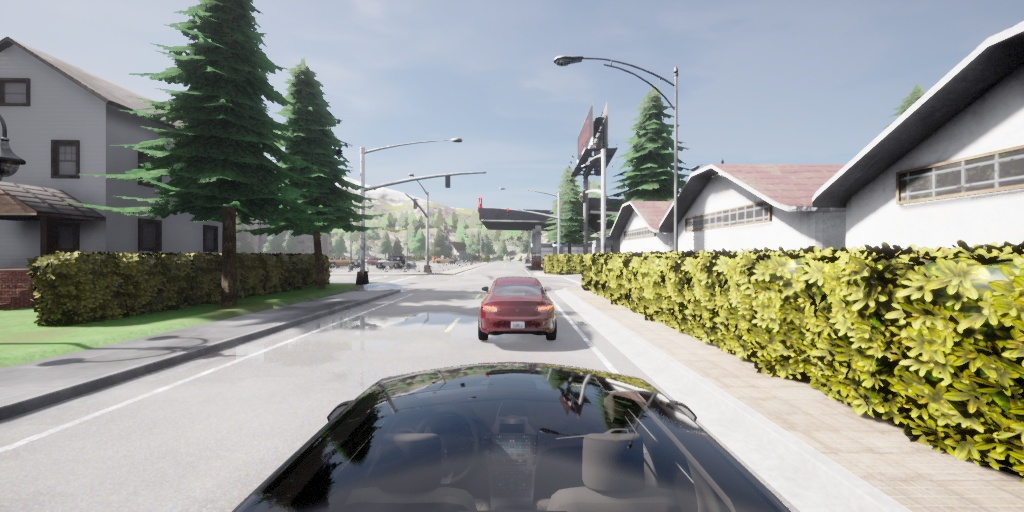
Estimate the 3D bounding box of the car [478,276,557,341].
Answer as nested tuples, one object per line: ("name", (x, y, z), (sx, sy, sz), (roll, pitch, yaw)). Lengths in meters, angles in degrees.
("car", (0.127, 1.276, 9.791), (1.812, 1.442, 4.674), (0, 0, 0))
